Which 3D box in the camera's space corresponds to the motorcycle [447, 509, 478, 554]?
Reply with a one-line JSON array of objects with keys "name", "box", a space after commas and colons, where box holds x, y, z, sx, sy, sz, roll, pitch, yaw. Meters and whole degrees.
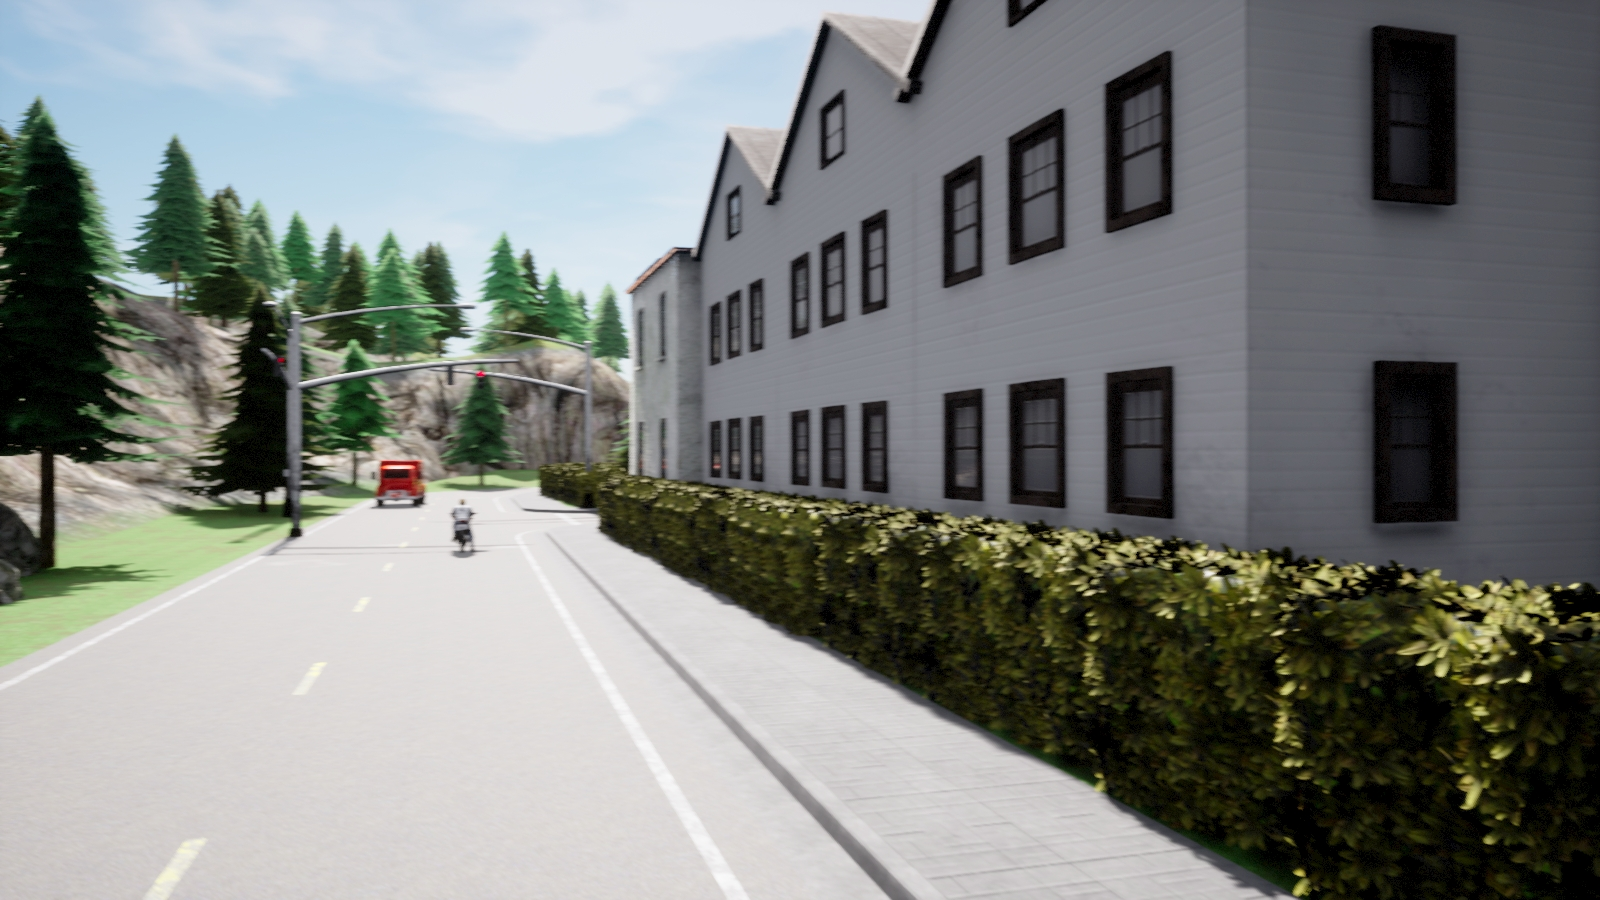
[{"name": "motorcycle", "box": [-9.598, 2.300, 32.497, 0.803, 1.145, 2.033, 0, 0, -16]}]

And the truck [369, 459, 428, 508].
[{"name": "truck", "box": [-21.769, 1.759, 62.176, 2.627, 2.467, 5.204, 0, 0, -15]}]
